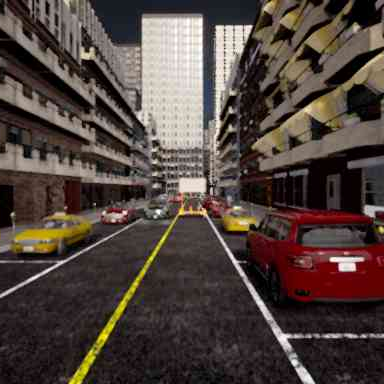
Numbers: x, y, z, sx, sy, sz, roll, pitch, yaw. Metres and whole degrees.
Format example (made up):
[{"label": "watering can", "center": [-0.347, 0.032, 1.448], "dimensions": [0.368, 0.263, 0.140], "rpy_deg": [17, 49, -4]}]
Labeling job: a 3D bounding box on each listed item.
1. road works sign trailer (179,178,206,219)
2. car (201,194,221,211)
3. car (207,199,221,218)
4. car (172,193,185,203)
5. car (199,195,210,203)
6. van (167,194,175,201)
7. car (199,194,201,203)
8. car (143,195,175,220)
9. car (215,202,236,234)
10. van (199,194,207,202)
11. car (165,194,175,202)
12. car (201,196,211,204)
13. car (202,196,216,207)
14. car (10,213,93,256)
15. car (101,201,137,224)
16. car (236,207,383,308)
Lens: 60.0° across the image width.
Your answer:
[{"label": "road works sign trailer", "center": [0.039, 0.462, 29.304], "dimensions": [2.380, 3.560, 2.880], "rpy_deg": [0, 0, -1]}, {"label": "car", "center": [2.565, 1.310, 41.151], "dimensions": [2.192, 1.841, 5.009], "rpy_deg": [-1, 0, 0]}, {"label": "car", "center": [2.565, 1.579, 30.054], "dimensions": [1.802, 1.307, 4.206], "rpy_deg": [-1, 0, 0]}, {"label": "car", "center": [-2.730, 1.199, 69.245], "dimensions": [2.150, 2.045, 5.566], "rpy_deg": [0, 0, 0]}, {"label": "car", "center": [2.574, 1.428, 68.897], "dimensions": [1.967, 1.590, 4.097], "rpy_deg": [-1, 0, 0]}, {"label": "van", "center": [-5.302, 1.322, 85.526], "dimensions": [1.690, 1.788, 3.998], "rpy_deg": [-1, 0, 0]}, {"label": "car", "center": [2.567, 1.309, 46.701], "dimensions": [2.192, 1.841, 5.009], "rpy_deg": [-1, 0, 0]}, {"label": "car", "center": [-2.839, 1.349, 28.095], "dimensions": [2.097, 1.767, 4.553], "rpy_deg": [0, 0, 0]}, {"label": "car", "center": [2.561, 1.524, 19.126], "dimensions": [1.752, 1.417, 4.829], "rpy_deg": [-1, 0, 0]}, {"label": "van", "center": [2.576, 1.325, 79.995], "dimensions": [1.690, 1.788, 3.998], "rpy_deg": [-1, 0, 0]}, {"label": "car", "center": [-5.303, 1.424, 79.978], "dimensions": [1.967, 1.590, 4.097], "rpy_deg": [-1, 0, 0]}, {"label": "car", "center": [2.574, 1.515, 63.518], "dimensions": [1.752, 1.417, 4.829], "rpy_deg": [-1, 0, 0]}, {"label": "car", "center": [2.570, 1.433, 52.250], "dimensions": [1.967, 1.590, 4.097], "rpy_deg": [-1, 0, 0]}, {"label": "car", "center": [-5.321, 1.524, 13.218], "dimensions": [1.752, 1.417, 4.829], "rpy_deg": [-1, 0, 0]}, {"label": "car", "center": [-5.318, 1.438, 24.486], "dimensions": [1.967, 1.590, 4.097], "rpy_deg": [-1, 0, 0]}, {"label": "car", "center": [2.556, 1.315, 7.858], "dimensions": [2.192, 1.841, 5.009], "rpy_deg": [-1, 0, 0]}]
